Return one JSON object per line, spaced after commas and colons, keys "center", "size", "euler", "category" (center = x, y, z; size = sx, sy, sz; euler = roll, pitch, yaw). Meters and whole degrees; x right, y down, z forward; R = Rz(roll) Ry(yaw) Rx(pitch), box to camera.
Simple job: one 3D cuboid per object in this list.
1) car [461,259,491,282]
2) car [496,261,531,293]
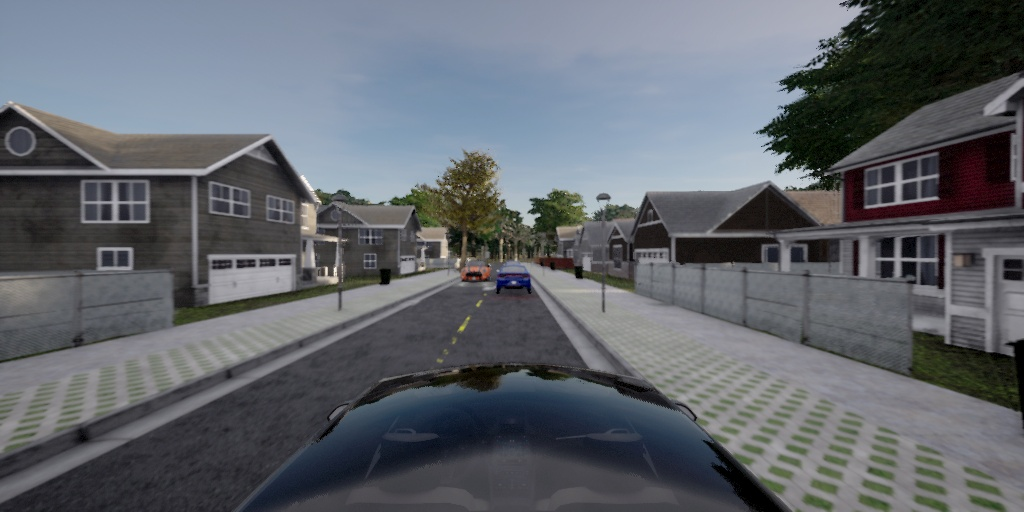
{"center": [-2.845, 1.106, 28.996], "size": [2.097, 1.767, 4.553], "euler": [0, 0, 0], "category": "car"}
{"center": [0.091, 1.226, 20.944], "size": [1.882, 1.535, 5.008], "euler": [0, 0, 0], "category": "car"}
